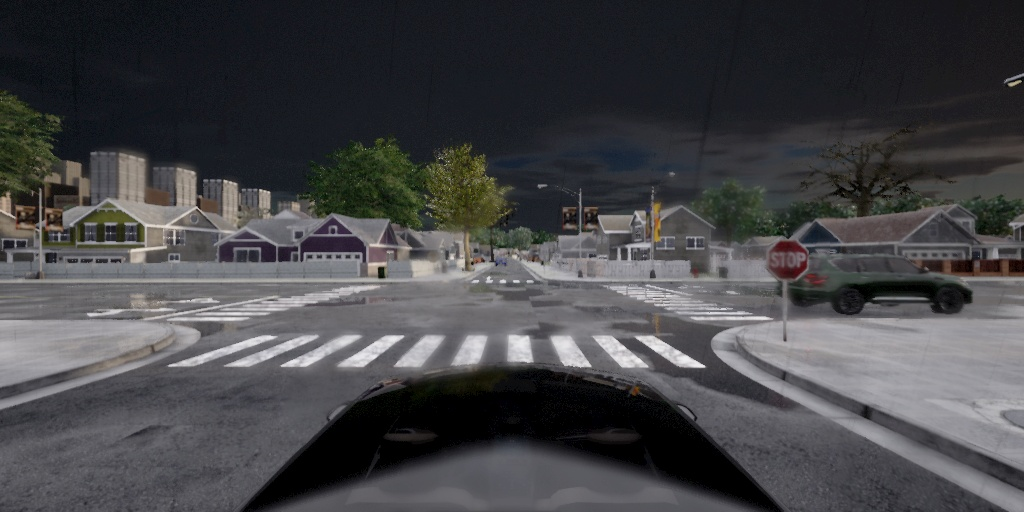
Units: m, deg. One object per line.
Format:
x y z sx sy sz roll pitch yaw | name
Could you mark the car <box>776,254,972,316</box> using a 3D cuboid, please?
12.655 0.938 12.806 5.566 2.045 2.150 0 0 0 | car
